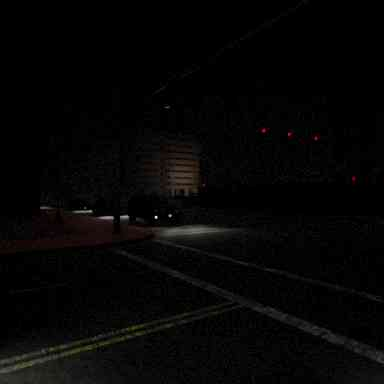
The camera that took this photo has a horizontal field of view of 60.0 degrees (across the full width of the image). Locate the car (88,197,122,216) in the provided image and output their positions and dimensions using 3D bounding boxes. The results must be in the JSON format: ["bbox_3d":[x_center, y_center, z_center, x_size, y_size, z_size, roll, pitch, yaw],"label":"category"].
[{"bbox_3d":[-8.562,1.506,33.237,1.837,1.490,4.892,0,0,-32],"label":"car"}]

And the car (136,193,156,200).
[{"bbox_3d":[-11.498,1.158,83.877,4.605,1.855,1.932,0,0,-34],"label":"car"}]

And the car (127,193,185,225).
[{"bbox_3d":[-2.944,1.223,24.477,2.150,2.045,5.566,0,0,-33],"label":"car"}]

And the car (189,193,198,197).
[{"bbox_3d":[1.126,1.160,65.231,3.866,1.878,1.905,0,0,-34],"label":"car"}]

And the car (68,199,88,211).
[{"bbox_3d":[-14.256,1.549,42.121,2.033,1.411,5.357,0,0,-34],"label":"car"}]

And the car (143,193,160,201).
[{"bbox_3d":[-9.919,1.160,81.452,3.866,1.878,1.905,0,0,-34],"label":"car"}]
